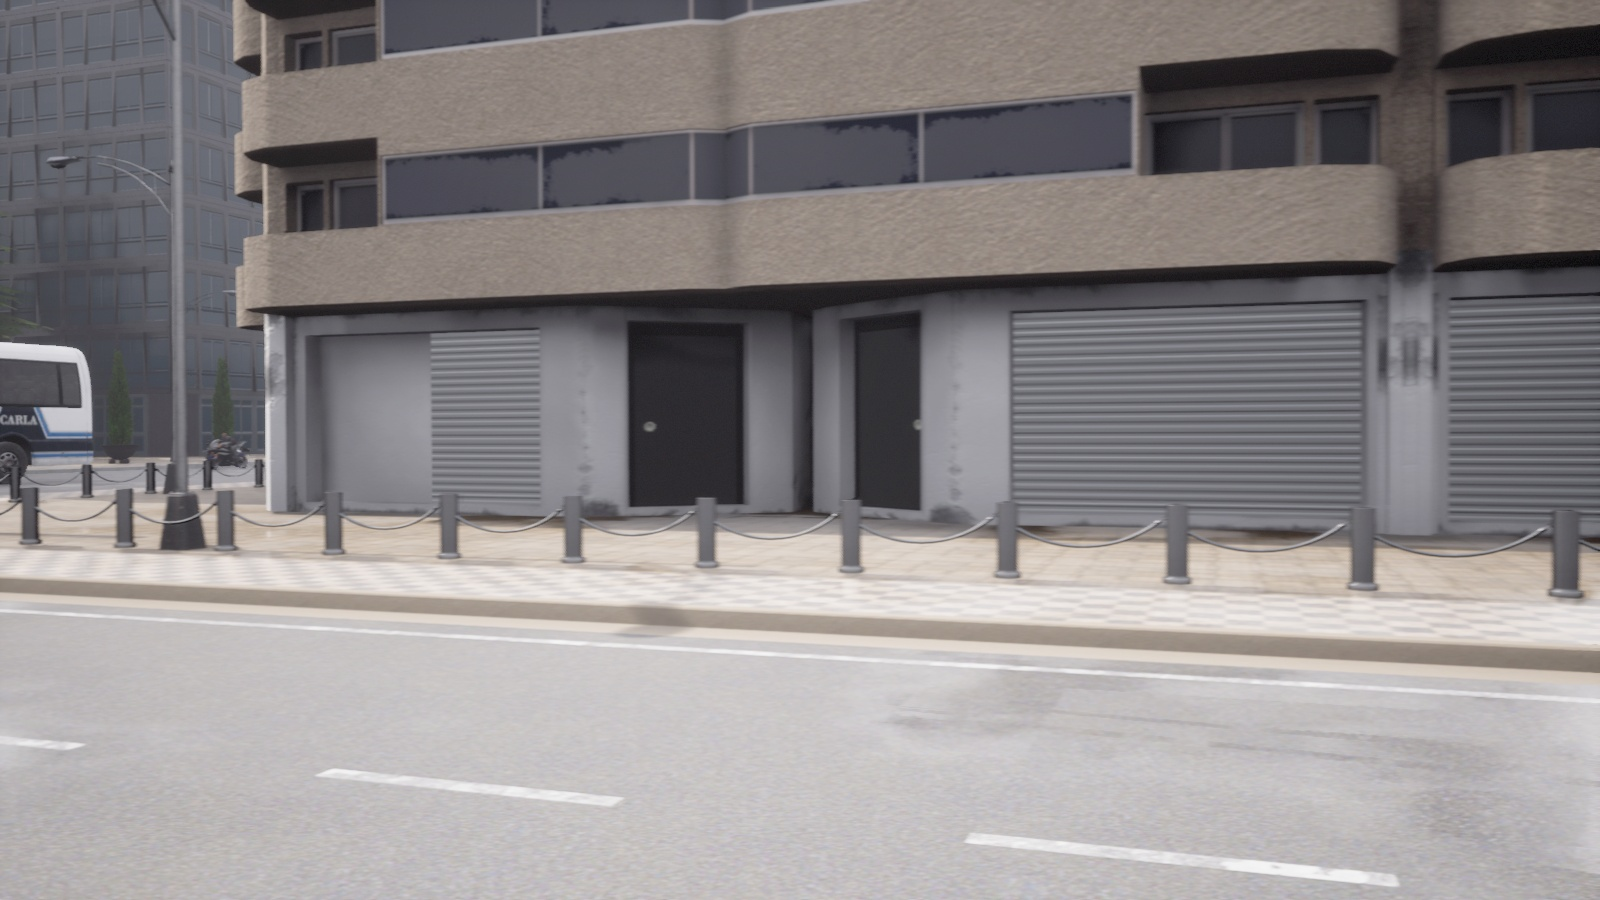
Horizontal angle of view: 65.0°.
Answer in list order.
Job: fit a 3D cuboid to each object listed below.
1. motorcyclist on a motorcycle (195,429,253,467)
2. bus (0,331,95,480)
[{"bbox_3d":[-23.404,-0.100,51.092,0.866,1.530,2.191,1,1,19],"label":"motorcyclist on a motorcycle"},{"bbox_3d":[-25.336,-1.255,34.620,3.944,4.253,10.273,1,1,19],"label":"bus"}]
